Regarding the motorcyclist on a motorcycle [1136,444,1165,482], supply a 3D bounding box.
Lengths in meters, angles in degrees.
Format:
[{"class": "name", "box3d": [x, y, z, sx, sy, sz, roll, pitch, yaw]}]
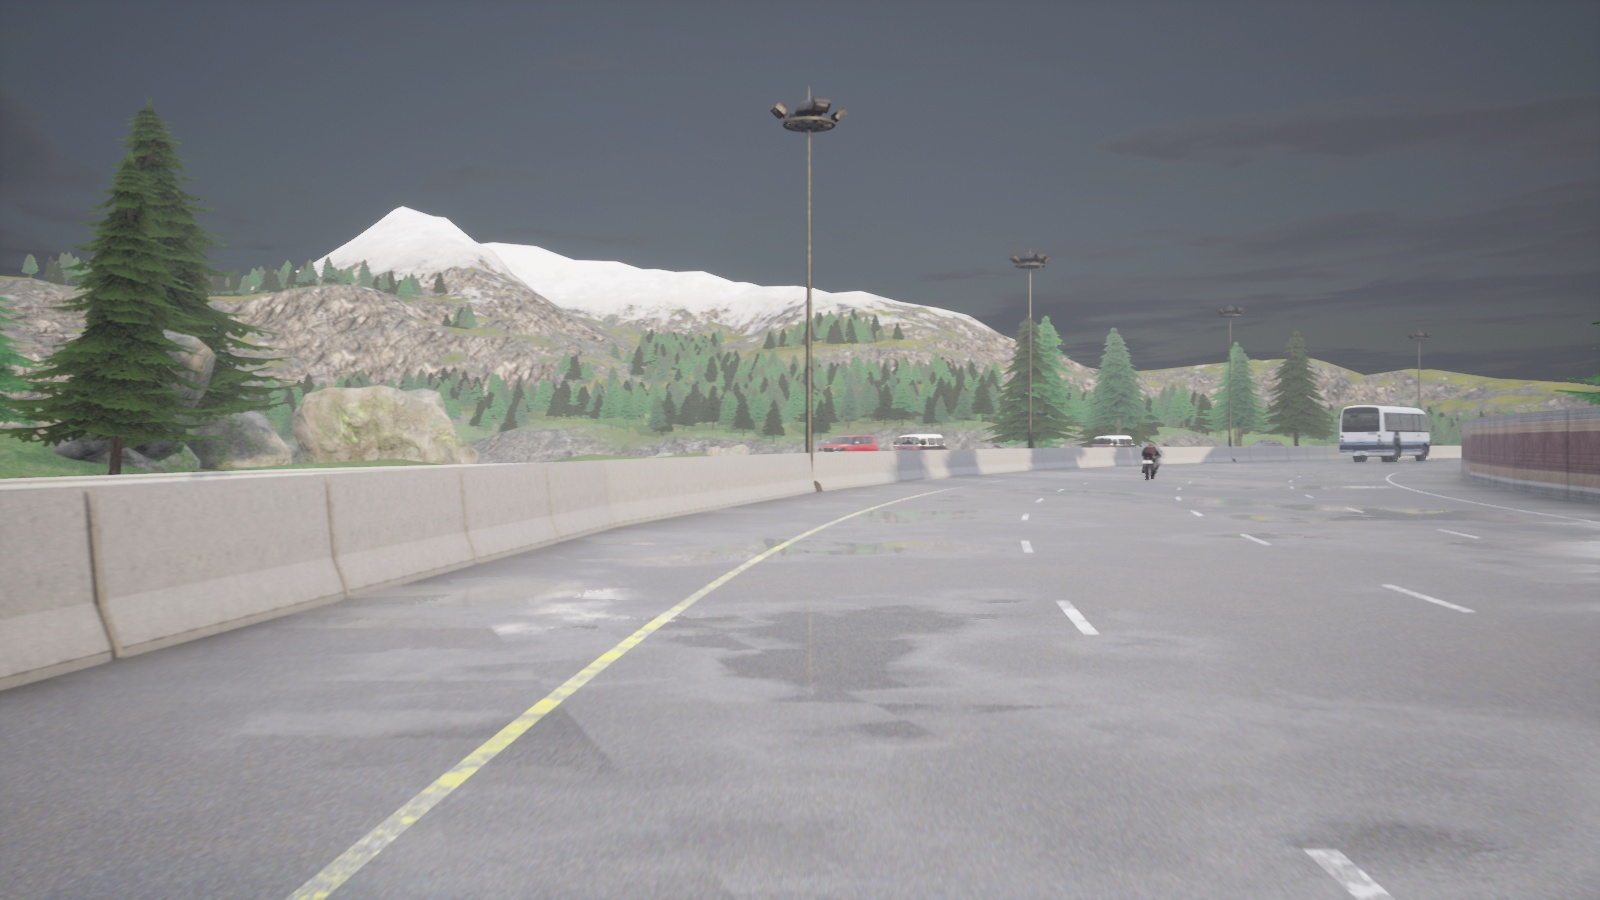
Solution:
[{"class": "motorcyclist on a motorcycle", "box3d": [14.247, 0.511, 50.986, 0.866, 1.530, 2.191, 1, 1, 23]}]

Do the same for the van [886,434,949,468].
[{"class": "van", "box3d": [7.122, 0.051, 75.720, 2.069, 2.038, 4.480, 0, 0, 30]}]

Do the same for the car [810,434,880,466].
[{"class": "car", "box3d": [3.026, 0.003, 82.545, 2.150, 2.045, 5.566, 0, 0, 31]}]

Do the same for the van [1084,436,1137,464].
[{"class": "van", "box3d": [22.900, -0.025, 92.566, 2.069, 2.038, 4.480, 0, 0, 39]}]
